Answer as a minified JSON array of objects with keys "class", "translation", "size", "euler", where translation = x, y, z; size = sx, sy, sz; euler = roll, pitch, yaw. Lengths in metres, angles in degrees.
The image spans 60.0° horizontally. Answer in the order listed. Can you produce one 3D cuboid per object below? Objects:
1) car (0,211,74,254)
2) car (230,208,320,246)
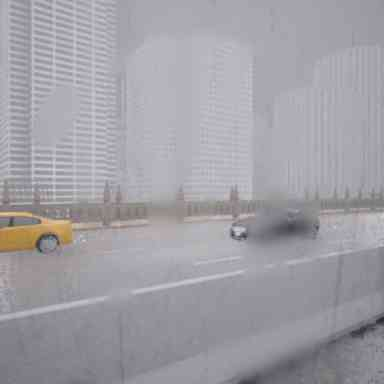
[{"class":"car","translation":[-6.902,1.479,11.968],"size":[5.008,1.535,1.882],"euler":[0,0,-36]},{"class":"car","translation":[3.919,1.495,15.385],"size":[4.902,1.511,2.128],"euler":[0,0,-35]}]
